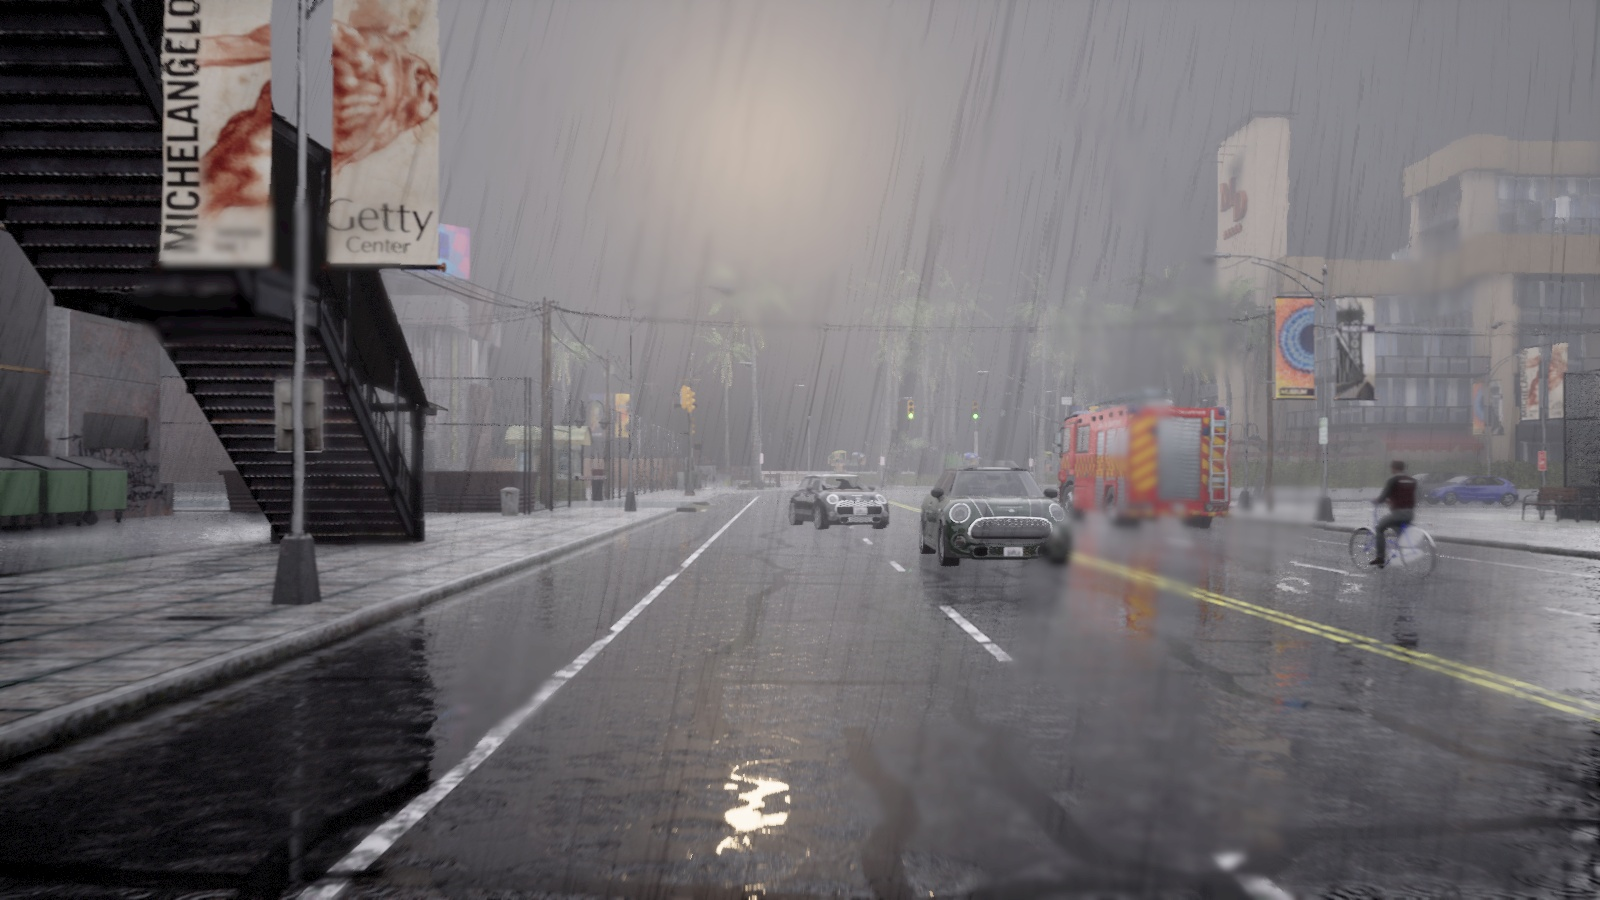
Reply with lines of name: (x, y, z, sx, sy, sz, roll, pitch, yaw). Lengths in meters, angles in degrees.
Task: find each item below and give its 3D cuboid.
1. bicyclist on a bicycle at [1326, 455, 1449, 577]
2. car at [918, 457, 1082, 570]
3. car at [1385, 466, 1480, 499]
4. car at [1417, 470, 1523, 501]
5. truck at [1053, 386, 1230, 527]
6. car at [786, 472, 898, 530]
bicyclist on a bicycle: (8.982, 0.973, 19.285, 0.659, 1.776, 1.843, 0, -1, -15)
car: (3.348, 1.028, 21.959, 2.097, 1.767, 4.553, 0, -1, -1)
car: (32.618, 1.671, 64.846, 3.988, 1.617, 1.851, 0, -1, -1)
car: (32.706, 1.728, 61.359, 4.193, 1.474, 1.816, 0, -1, -2)
truck: (10.116, 0.252, 38.312, 2.891, 3.827, 8.468, 0, -1, -2)
car: (1.078, 1.355, 34.600, 1.970, 1.475, 3.806, 0, -1, -17)
